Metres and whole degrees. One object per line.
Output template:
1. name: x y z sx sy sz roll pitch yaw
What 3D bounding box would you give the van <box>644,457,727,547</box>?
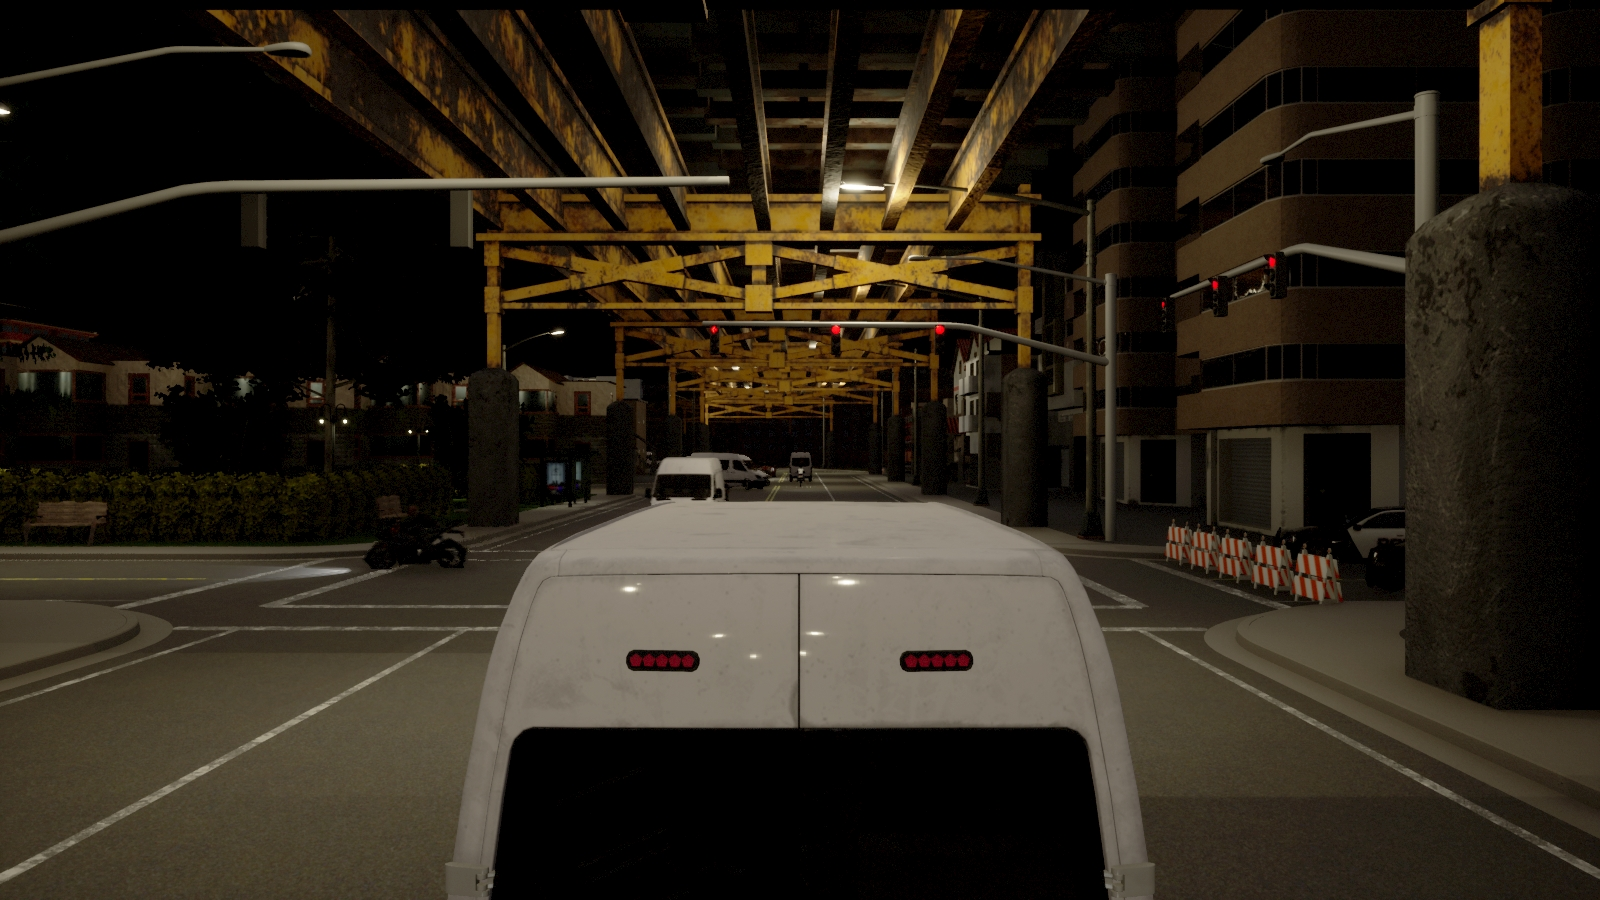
1. van: -3.481 1.519 35.910 1.988 2.561 5.915 0 0 0

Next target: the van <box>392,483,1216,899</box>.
1. van: 0.015 1.531 5.717 1.988 2.561 5.915 0 0 0
